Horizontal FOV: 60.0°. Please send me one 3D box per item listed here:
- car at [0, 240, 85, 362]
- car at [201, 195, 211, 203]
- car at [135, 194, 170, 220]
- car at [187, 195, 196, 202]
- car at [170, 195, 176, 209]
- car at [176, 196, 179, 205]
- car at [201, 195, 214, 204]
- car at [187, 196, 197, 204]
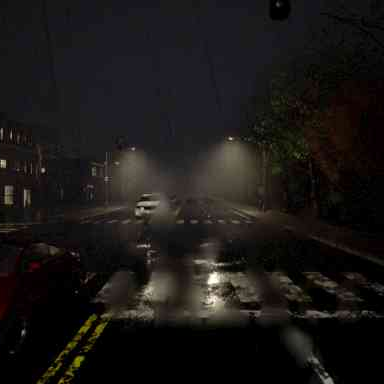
[{"bbox_3d":[-3.363,1.563,5.731,1.994,1.385,4.181,0,0,0],"label":"car"},{"bbox_3d":[3.080,1.494,73.237,2.128,1.511,4.902,0,0,0],"label":"car"},{"bbox_3d":[-3.418,1.213,28.484,2.150,2.045,5.566,0,0,0],"label":"car"},{"bbox_3d":[-0.160,1.510,74.673,2.033,1.411,5.357,0,0,0],"label":"car"},{"bbox_3d":[-3.447,1.491,44.005,1.837,1.490,4.892,0,0,0],"label":"car"},{"bbox_3d":[-3.457,1.330,58.136,2.097,1.767,4.553,0,0,0],"label":"car"},{"bbox_3d":[3.205,1.576,63.231,1.895,1.301,4.718,0,0,0],"label":"car"},{"bbox_3d":[-0.050,1.576,64.475,1.895,1.301,4.718,0,0,0],"label":"car"}]
